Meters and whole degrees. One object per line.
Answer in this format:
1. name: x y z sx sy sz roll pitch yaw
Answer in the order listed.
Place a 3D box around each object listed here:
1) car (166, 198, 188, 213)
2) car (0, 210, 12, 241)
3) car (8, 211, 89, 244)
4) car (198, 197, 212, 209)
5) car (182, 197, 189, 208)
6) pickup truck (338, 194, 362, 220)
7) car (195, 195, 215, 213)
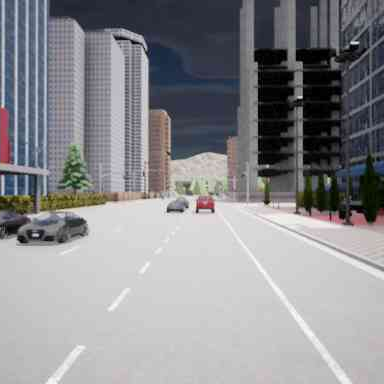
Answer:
1. car: -1.928 1.766 40.063 1.994 1.385 4.181 0 0 2
2. car: -9.990 1.648 17.089 1.994 1.385 4.181 0 0 3
3. car: -6.531 1.644 16.035 1.994 1.385 4.181 0 0 2
4. car: 1.960 1.606 50.254 2.097 1.767 4.553 0 0 2
5. car: -1.549 1.605 50.055 2.097 1.767 4.553 0 0 2
6. pickup truck: 14.151 1.204 28.244 2.390 2.098 6.274 0 0 33
7. car: 1.562 1.422 39.690 2.150 2.045 5.566 0 0 2
